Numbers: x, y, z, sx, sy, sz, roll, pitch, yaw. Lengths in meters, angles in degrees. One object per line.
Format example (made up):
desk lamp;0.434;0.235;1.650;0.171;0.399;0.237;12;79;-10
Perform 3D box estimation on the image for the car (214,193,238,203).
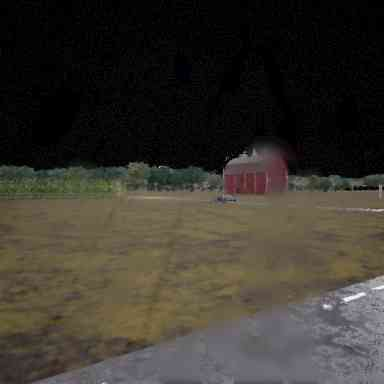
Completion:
car;5.680;1.026;55.894;1.837;1.490;4.892;1;0;-36
